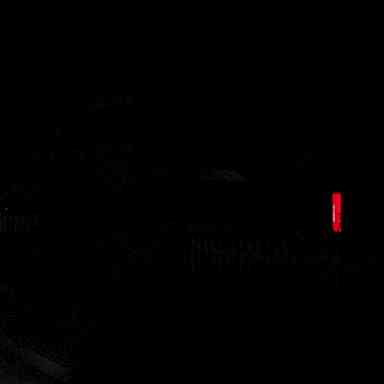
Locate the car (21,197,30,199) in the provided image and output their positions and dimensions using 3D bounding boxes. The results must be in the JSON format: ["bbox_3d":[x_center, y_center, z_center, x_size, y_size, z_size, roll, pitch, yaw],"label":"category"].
[{"bbox_3d":[-36.730,1.820,73.812,4.514,1.523,2.007,-1,0,36],"label":"car"}]

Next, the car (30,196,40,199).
[{"bbox_3d":[-25.533,1.486,57.756,4.605,1.855,1.932,-1,0,36],"label":"car"}]

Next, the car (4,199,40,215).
[{"bbox_3d":[-18.752,1.815,37.607,1.994,1.385,4.181,-1,0,36],"label":"car"}]
